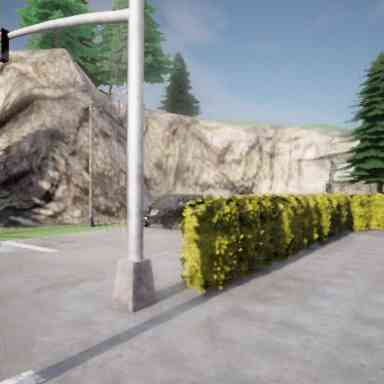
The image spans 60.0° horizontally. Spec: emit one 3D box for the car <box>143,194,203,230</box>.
[{"bbox_3d":[-1.128,1.138,21.203,2.150,2.045,5.566,0,0,34],"label":"car"}]
